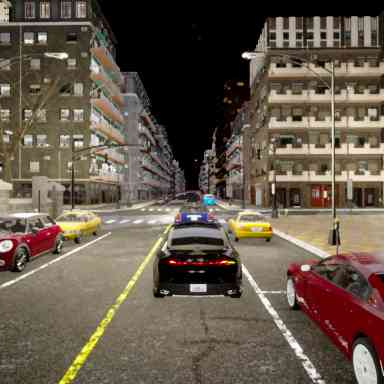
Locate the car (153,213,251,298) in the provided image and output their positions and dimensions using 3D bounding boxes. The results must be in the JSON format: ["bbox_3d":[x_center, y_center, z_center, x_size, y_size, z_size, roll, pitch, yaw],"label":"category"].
[{"bbox_3d":[0.112,1.506,8.497,1.837,1.490,4.892,0,0,0],"label":"car"}]

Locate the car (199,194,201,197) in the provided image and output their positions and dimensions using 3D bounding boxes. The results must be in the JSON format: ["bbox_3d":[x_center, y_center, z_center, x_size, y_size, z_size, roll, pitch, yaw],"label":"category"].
[{"bbox_3d":[2.762,1.519,59.772,1.887,1.381,4.507,1,0,0],"label":"car"}]

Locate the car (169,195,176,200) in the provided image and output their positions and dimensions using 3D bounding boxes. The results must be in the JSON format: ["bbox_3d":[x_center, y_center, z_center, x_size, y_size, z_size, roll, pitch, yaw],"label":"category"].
[{"bbox_3d":[-5.588,1.516,88.192,1.802,1.307,4.206,1,0,0],"label":"car"}]

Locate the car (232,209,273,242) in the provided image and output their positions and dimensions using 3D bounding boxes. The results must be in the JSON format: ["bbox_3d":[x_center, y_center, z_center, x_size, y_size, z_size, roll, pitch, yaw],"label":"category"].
[{"bbox_3d":[2.716,1.527,16.277,1.752,1.417,4.829,1,0,0],"label":"car"}]

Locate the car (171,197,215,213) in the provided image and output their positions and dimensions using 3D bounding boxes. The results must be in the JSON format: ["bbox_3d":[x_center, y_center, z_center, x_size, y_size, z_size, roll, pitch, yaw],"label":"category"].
[{"bbox_3d":[0.140,1.354,18.757,2.097,1.767,4.553,0,0,1],"label":"car"}]

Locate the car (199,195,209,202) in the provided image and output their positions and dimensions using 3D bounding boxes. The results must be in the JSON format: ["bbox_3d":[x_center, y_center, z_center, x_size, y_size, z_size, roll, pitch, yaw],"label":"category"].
[{"bbox_3d":[2.780,1.503,76.784,2.008,1.369,4.403,1,0,0],"label":"car"}]

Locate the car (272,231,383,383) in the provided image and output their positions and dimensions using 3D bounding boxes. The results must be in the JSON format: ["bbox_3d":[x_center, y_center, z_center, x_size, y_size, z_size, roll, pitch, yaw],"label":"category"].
[{"bbox_3d":[2.705,1.546,4.874,1.887,1.381,4.507,1,0,0],"label":"car"}]

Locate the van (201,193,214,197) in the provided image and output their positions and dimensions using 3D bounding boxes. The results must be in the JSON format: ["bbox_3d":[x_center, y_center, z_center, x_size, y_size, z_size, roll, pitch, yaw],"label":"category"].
[{"bbox_3d":[2.759,1.321,54.100,1.690,1.788,3.998,1,0,0],"label":"van"}]

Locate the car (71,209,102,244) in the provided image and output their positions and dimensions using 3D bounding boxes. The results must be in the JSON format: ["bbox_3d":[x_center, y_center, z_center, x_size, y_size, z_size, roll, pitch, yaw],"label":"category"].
[{"bbox_3d":[-5.664,1.527,15.963,1.752,1.417,4.829,1,0,0],"label":"car"}]

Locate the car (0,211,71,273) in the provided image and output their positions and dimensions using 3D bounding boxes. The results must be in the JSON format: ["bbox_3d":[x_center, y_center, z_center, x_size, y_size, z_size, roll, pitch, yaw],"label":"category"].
[{"bbox_3d":[-5.669,1.442,10.519,1.967,1.590,4.097,1,0,0],"label":"car"}]

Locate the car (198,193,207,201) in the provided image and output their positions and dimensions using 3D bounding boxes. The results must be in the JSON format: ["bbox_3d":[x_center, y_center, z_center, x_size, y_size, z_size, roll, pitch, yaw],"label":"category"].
[{"bbox_3d":[2.795,1.249,88.126,2.192,1.841,5.009,1,0,0],"label":"car"}]

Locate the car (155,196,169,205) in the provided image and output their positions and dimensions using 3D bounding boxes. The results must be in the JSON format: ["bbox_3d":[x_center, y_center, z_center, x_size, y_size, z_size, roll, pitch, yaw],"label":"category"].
[{"bbox_3d":[-5.618,1.556,59.837,1.802,1.307,4.206,1,0,0],"label":"car"}]
